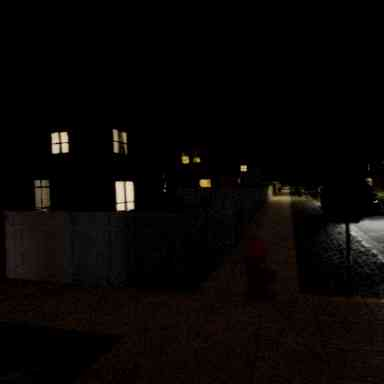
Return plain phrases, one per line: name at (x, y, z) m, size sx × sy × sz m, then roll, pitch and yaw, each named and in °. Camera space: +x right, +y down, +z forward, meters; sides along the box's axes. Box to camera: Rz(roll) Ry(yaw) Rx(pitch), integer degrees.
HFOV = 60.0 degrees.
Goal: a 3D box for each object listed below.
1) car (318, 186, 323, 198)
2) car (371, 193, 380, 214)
car at (14.162, -0.001, 34.298) m, size 1.895 × 1.301 × 4.718 m, roll -2°, pitch 2°, yaw 16°
car at (10.248, 0.473, 20.808) m, size 2.128 × 1.511 × 4.902 m, roll -2°, pitch 2°, yaw 16°
